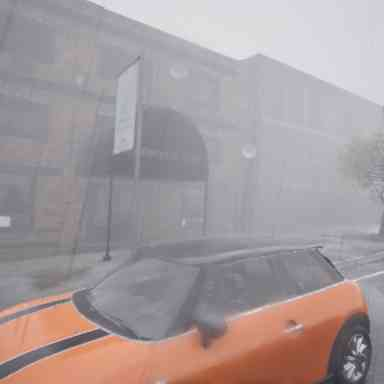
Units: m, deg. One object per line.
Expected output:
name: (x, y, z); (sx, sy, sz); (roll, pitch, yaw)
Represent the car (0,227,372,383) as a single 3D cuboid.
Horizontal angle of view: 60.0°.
car: (-0.057, 1.357, 3.644); (4.553, 1.767, 2.097); (0, 0, -35)
